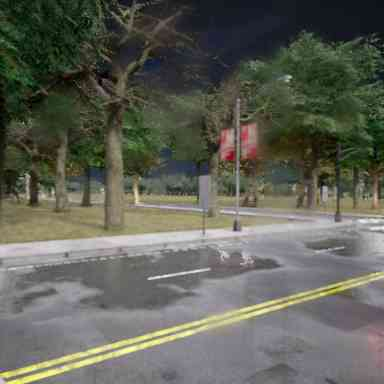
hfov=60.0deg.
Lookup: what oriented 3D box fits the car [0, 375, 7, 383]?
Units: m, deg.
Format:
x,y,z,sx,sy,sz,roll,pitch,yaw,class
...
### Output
x,y,z,sx,sy,sz,roll,pitch,yaw,class
-3.233,1.508,1.141,4.674,1.442,1.812,0,0,-35,car
